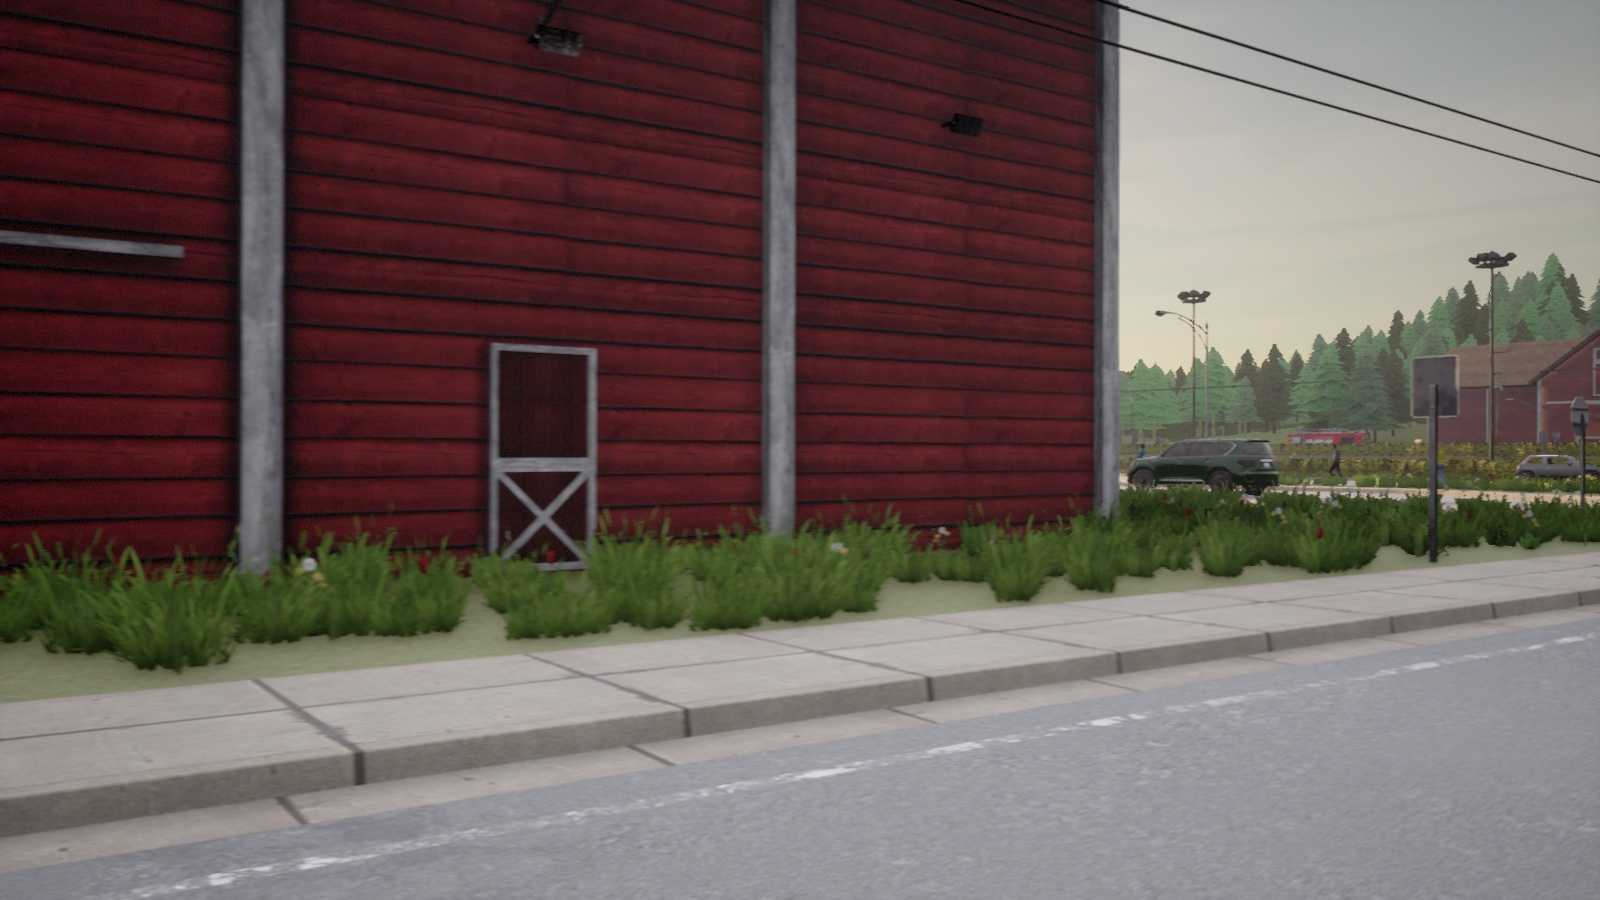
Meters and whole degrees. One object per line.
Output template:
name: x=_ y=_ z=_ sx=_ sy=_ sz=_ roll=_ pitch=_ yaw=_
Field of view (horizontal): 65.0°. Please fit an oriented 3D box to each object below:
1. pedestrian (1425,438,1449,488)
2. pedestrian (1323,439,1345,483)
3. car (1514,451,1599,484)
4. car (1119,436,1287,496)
pedestrian: x=23.492 y=0.463 z=46.320 sx=0.354 sy=1.836 sz=0.706 roll=0 pitch=0 yaw=-23
pedestrian: x=23.775 y=0.482 z=55.947 sx=0.423 sy=1.949 sz=0.788 roll=0 pitch=0 yaw=-38
car: x=34.974 y=0.776 z=57.562 sx=3.806 sy=1.475 sz=1.970 roll=0 pitch=0 yaw=33
car: x=14.406 y=0.543 z=45.216 sx=2.150 sy=2.045 sz=5.566 roll=0 pitch=0 yaw=-36
